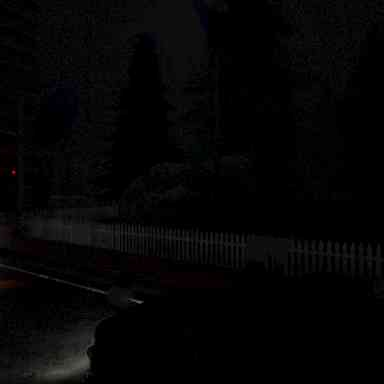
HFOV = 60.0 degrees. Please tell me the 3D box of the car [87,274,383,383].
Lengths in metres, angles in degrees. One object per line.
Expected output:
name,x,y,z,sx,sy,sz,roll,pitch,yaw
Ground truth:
car,1.411,1.547,2.987,5.357,1.411,2.033,0,0,36
